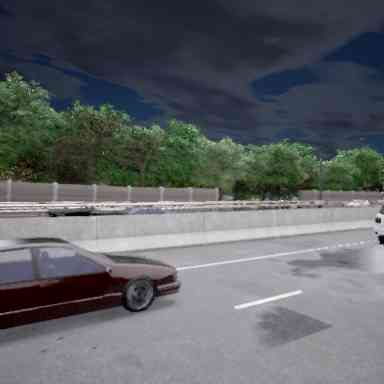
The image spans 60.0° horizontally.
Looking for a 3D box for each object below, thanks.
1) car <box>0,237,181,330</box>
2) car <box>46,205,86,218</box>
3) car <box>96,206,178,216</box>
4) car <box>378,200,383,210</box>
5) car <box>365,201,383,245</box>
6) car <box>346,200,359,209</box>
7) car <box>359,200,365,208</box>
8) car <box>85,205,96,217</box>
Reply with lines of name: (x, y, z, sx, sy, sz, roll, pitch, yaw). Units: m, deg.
car: (-2.837, 1.558, 6.019, 5.357, 1.411, 2.033, 1, -1, -36)
car: (-9.413, 1.697, 27.310, 4.718, 1.301, 1.895, 1, 0, -35)
car: (-3.469, 1.674, 22.930, 5.357, 1.411, 2.033, 1, 0, -35)
car: (30.842, 2.057, 51.252, 4.892, 1.490, 1.837, 1, -1, -35)
car: (10.743, 1.438, 15.557, 5.566, 2.045, 2.150, 1, 0, -35)
car: (26.141, 2.038, 52.237, 4.674, 1.442, 1.812, 1, -1, -35)
car: (20.187, 1.742, 35.253, 4.553, 1.767, 2.097, 1, 0, -35)
car: (-5.453, 1.727, 25.814, 4.718, 1.301, 1.895, 1, 0, -35)
